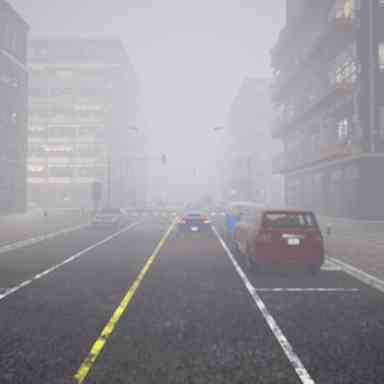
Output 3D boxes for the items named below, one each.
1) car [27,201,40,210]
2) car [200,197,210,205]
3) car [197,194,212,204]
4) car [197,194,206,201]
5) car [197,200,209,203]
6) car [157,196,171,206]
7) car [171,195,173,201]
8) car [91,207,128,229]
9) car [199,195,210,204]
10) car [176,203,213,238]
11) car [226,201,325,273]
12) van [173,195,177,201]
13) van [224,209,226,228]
[{"bbox_3d":[-24.441,1.797,47.687,4.829,1.417,1.752,0,-1,0],"label":"car"},{"bbox_3d":[2.586,1.693,65.725,1.752,1.417,4.829,1,0,0],"label":"car"},{"bbox_3d":[2.590,1.465,59.997,2.192,1.841,5.009,1,0,0],"label":"car"},{"bbox_3d":[2.588,1.619,93.355,2.192,1.841,5.009,1,0,0],"label":"car"},{"bbox_3d":[0.112,1.627,27.794,1.994,1.385,4.181,0,0,0],"label":"car"},{"bbox_3d":[-5.295,1.716,59.951,1.947,1.339,4.313,1,0,0],"label":"car"},{"bbox_3d":[-5.294,1.733,65.512,1.947,1.339,4.313,1,0,0],"label":"car"},{"bbox_3d":[-5.298,1.629,21.871,1.802,1.307,4.206,1,0,0],"label":"car"},{"bbox_3d":[2.589,1.501,71.121,2.192,1.841,5.009,1,0,0],"label":"car"},{"bbox_3d":[0.103,1.562,17.941,1.812,1.442,4.674,0,0,0],"label":"car"},{"bbox_3d":[2.554,1.334,10.753,2.192,1.841,5.009,1,0,0],"label":"car"},{"bbox_3d":[-5.291,1.645,93.320,1.690,1.788,3.998,1,0,0],"label":"van"},{"bbox_3d":[2.553,1.373,16.285,1.690,1.788,3.998,1,0,0],"label":"van"}]
